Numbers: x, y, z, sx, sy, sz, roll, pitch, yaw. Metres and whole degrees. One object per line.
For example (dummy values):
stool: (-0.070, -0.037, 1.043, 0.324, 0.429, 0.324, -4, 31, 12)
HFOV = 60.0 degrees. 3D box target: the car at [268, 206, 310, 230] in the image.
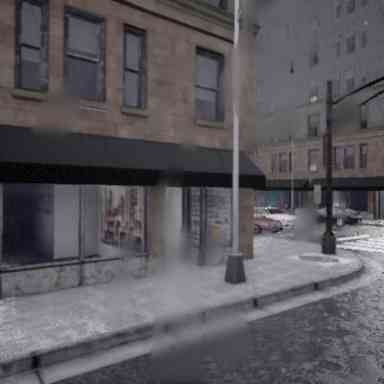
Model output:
car: (5.109, 1.712, 22.000, 1.812, 1.442, 4.674, 0, -1, -34)

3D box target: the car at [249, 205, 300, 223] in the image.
car: (7.191, 1.861, 29.411, 1.802, 1.307, 4.206, 0, 0, -35)

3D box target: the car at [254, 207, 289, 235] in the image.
car: (3.393, 1.743, 19.971, 1.802, 1.307, 4.206, 0, 0, -35)

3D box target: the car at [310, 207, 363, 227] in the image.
car: (10.362, 1.774, 24.882, 2.008, 1.369, 4.403, 0, 0, -35)
